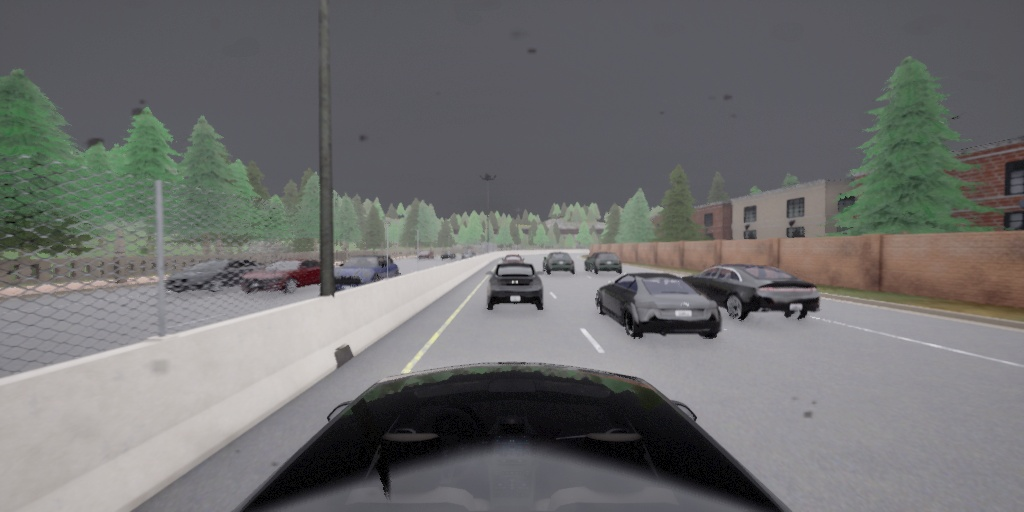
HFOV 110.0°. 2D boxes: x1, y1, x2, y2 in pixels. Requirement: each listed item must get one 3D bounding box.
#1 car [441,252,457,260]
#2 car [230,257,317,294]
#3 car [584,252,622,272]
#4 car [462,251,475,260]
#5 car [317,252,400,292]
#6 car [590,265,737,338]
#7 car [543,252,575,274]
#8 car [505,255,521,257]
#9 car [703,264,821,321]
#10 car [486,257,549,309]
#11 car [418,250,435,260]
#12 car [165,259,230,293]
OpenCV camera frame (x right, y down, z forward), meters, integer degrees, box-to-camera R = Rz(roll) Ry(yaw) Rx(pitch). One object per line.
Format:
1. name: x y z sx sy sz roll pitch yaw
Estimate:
1. car: -10.531 -0.061 59.680 1.895 1.301 4.718 0 1 1
2. car: -10.594 0.848 17.300 1.882 1.535 5.008 0 1 0
3. car: 7.109 0.453 28.376 2.097 1.767 4.553 0 1 0
4. car: -7.024 -0.143 58.578 2.128 1.511 4.902 0 1 1
5. car: -7.093 0.717 17.492 2.097 1.767 4.553 0 1 0
6. car: 3.600 1.124 9.521 1.994 1.385 4.181 0 1 0
7. car: 3.609 0.453 28.381 2.097 1.767 4.553 0 1 0
8. car: 0.097 0.595 29.655 1.812 1.442 4.674 0 1 0
9. car: 7.102 1.006 11.379 2.128 1.511 4.902 0 1 0
10. car: 0.104 0.975 13.198 1.837 1.490 4.892 0 1 0
11. car: -14.004 -0.158 58.622 1.882 1.535 5.008 0 1 1
12. car: -14.093 0.868 17.557 1.837 1.490 4.892 0 1 0
